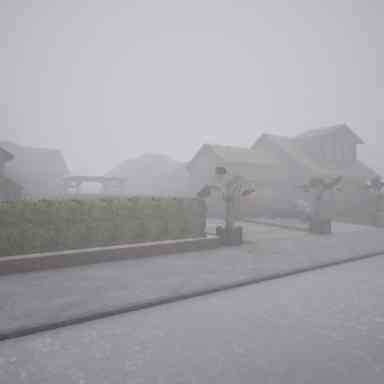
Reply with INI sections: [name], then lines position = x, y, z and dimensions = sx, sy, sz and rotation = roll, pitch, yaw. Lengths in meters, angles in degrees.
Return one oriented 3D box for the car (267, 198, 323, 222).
[car]
position = 6.915, 1.171, 22.389
dimensions = 1.845, 1.501, 3.633
rotation = 0, 0, -38
